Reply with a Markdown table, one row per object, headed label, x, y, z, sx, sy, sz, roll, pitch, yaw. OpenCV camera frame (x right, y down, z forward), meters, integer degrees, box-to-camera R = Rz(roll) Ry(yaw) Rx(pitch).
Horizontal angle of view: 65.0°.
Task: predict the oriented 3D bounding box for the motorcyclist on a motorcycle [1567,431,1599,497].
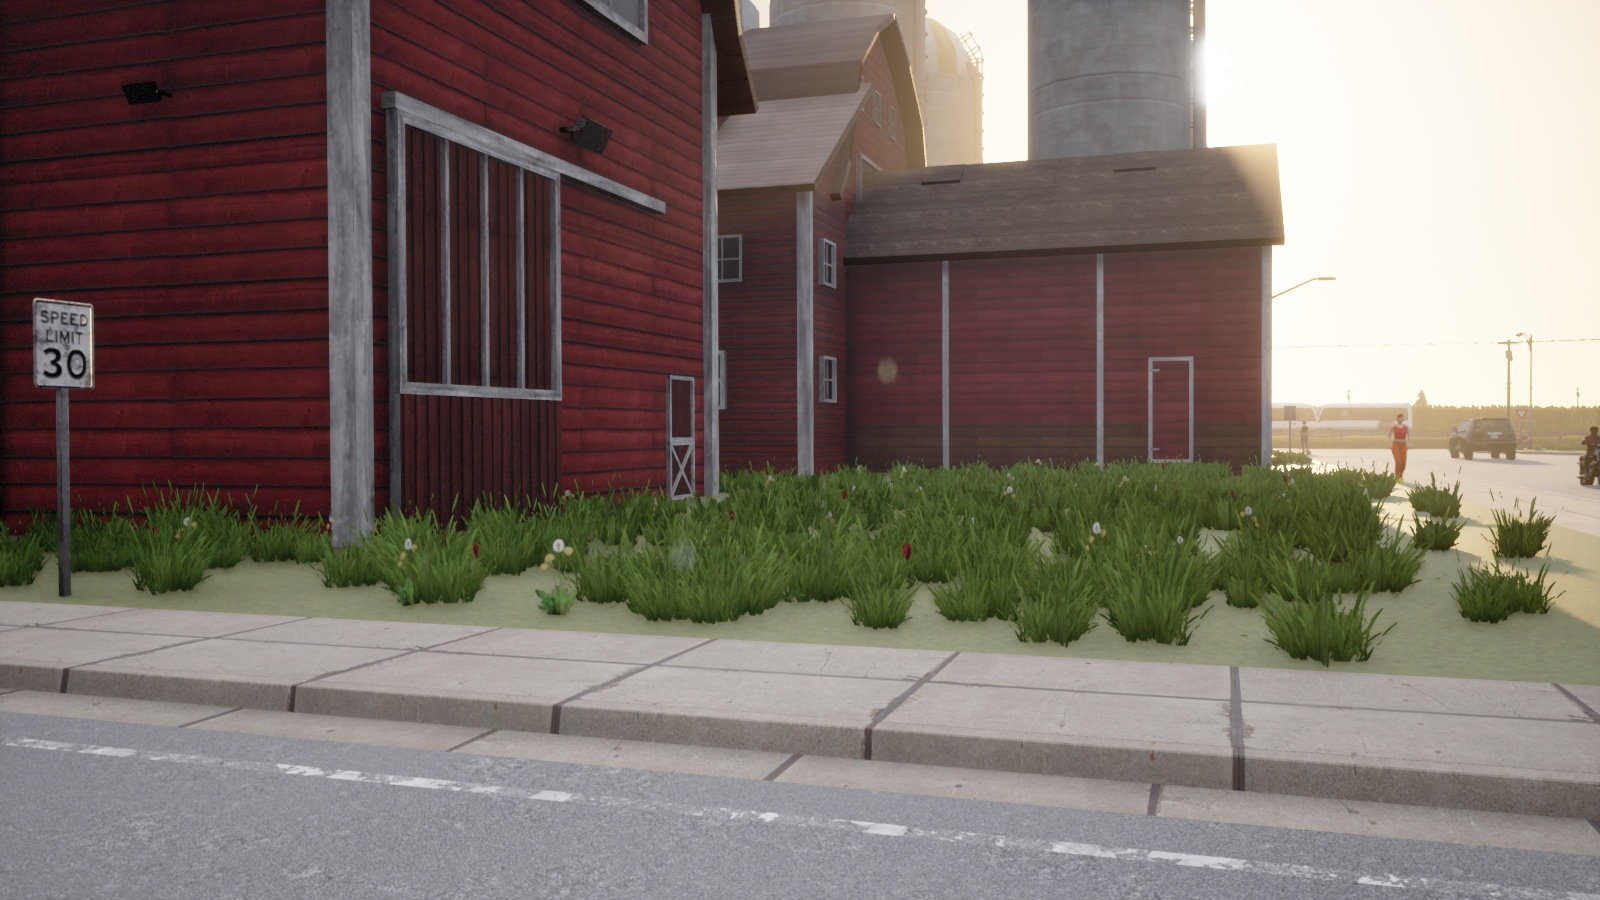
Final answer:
| label | x | y | z | sx | sy | sz | roll | pitch | yaw |
| --- | --- | --- | --- | --- | --- | --- | --- | --- | --- |
| motorcyclist on a motorcycle | 20.567 | 0.335 | 32.383 | 0.766 | 1.649 | 2.350 | 1 | 1 | 18 |

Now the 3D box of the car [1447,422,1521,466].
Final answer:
| label | x | y | z | sx | sy | sz | roll | pitch | yaw |
| --- | --- | --- | --- | --- | --- | --- | --- | --- | --- |
| car | 33.558 | -0.319 | 61.794 | 2.150 | 2.045 | 5.566 | 1 | 1 | 18 |

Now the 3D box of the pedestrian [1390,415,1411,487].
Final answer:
| label | x | y | z | sx | sy | sz | roll | pitch | yaw |
| --- | --- | --- | --- | --- | --- | --- | --- | --- | --- |
| pedestrian | 15.344 | 0.025 | 32.104 | 0.345 | 1.836 | 0.594 | 0 | 1 | 13 |

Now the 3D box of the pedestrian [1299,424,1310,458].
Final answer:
| label | x | y | z | sx | sy | sz | roll | pitch | yaw |
| --- | --- | --- | --- | --- | --- | --- | --- | --- | --- |
| pedestrian | 26.877 | -0.489 | 66.920 | 0.345 | 1.836 | 0.594 | 0 | 1 | 6 |
